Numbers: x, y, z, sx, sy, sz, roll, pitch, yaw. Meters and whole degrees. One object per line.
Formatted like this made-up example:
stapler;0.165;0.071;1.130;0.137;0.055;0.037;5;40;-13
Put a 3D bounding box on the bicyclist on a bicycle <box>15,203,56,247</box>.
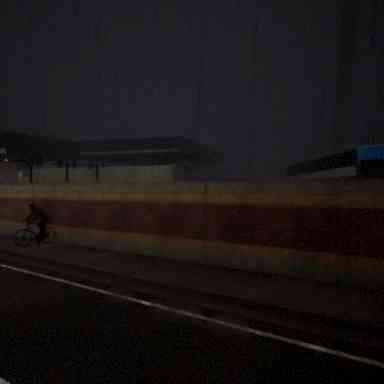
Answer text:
bicyclist on a bicycle;-5.997;1.252;12.800;0.582;1.620;1.656;0;0;35
